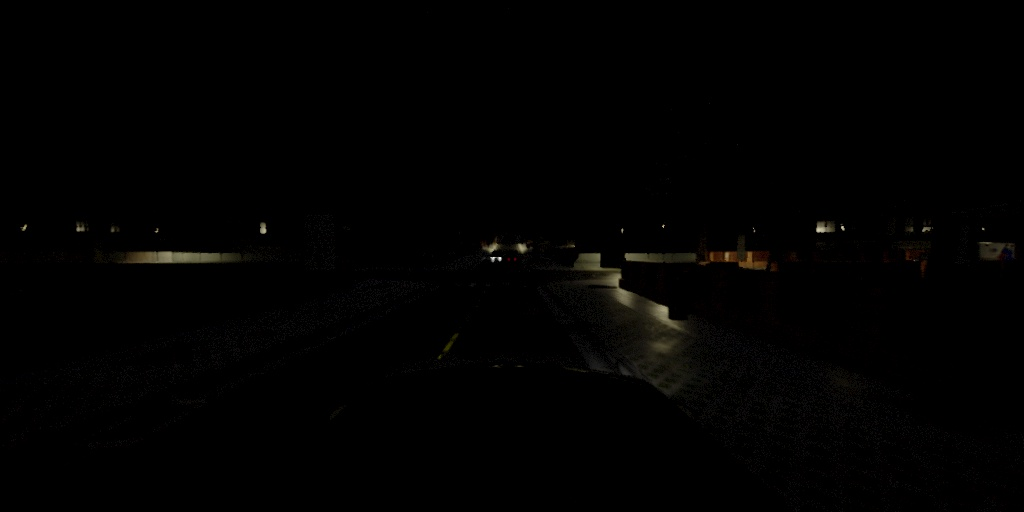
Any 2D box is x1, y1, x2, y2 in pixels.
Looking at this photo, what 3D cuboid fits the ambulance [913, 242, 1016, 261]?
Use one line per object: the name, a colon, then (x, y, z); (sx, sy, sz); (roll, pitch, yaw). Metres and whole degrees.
ambulance: (36.898, 0.133, 29.453); (6.366, 2.431, 2.351); (0, 3, 0)
